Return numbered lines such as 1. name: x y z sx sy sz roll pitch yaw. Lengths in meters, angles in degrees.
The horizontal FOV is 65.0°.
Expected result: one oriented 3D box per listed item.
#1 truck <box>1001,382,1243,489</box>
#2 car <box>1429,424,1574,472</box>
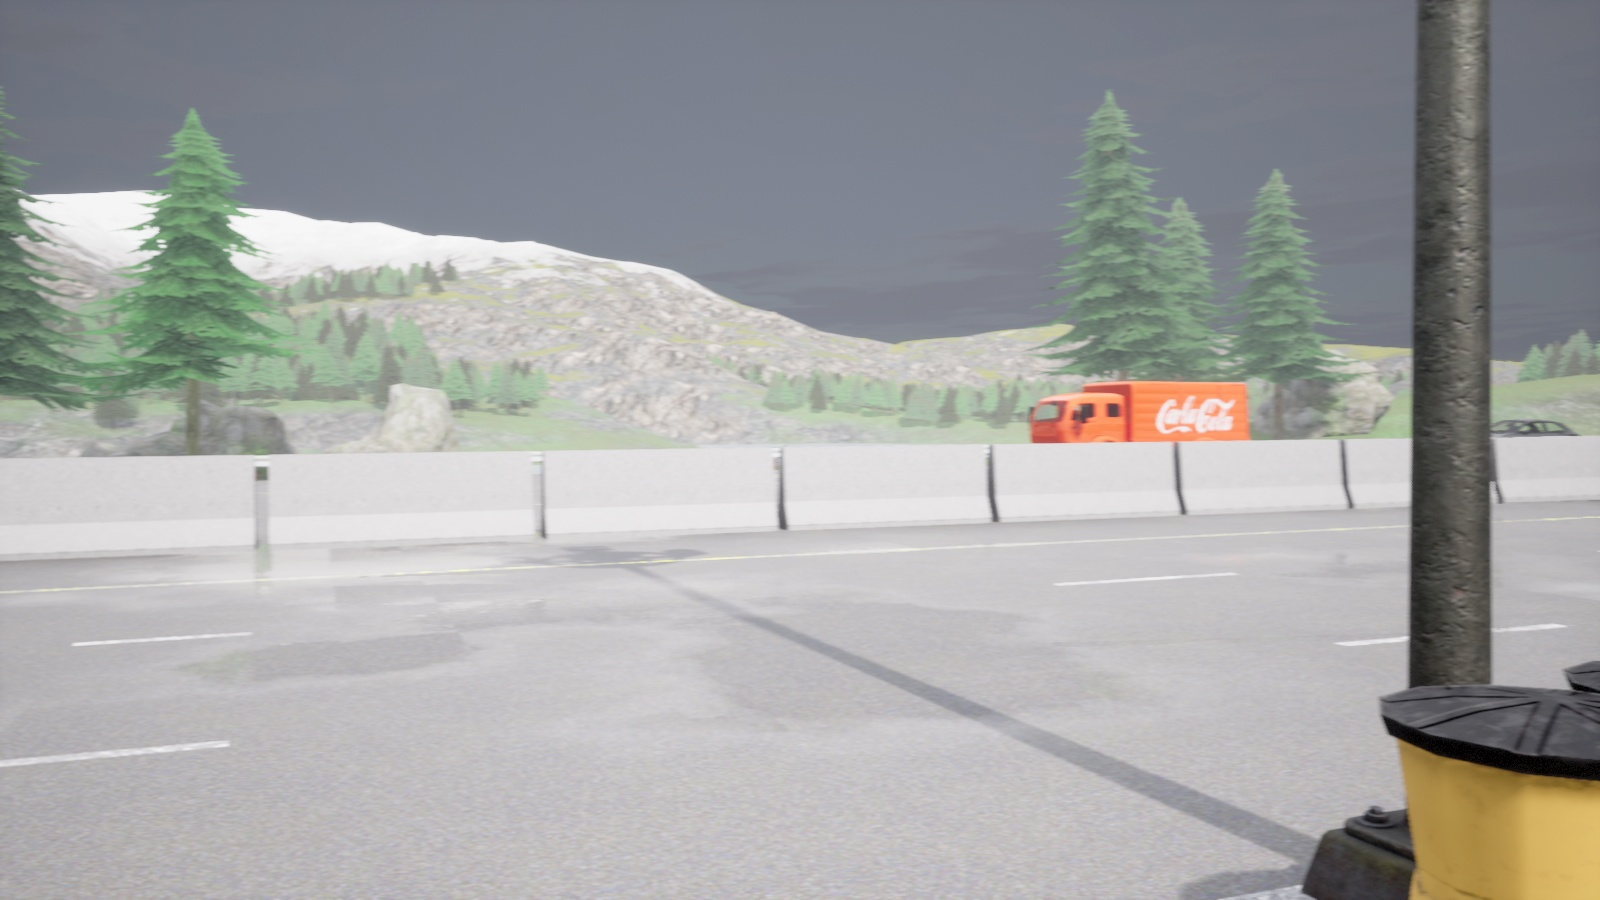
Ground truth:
1. truck: 7.917 -0.375 30.978 5.204 2.467 2.627 0 1 -21
2. car: 22.568 -0.084 40.404 4.193 1.474 1.816 0 1 -21
